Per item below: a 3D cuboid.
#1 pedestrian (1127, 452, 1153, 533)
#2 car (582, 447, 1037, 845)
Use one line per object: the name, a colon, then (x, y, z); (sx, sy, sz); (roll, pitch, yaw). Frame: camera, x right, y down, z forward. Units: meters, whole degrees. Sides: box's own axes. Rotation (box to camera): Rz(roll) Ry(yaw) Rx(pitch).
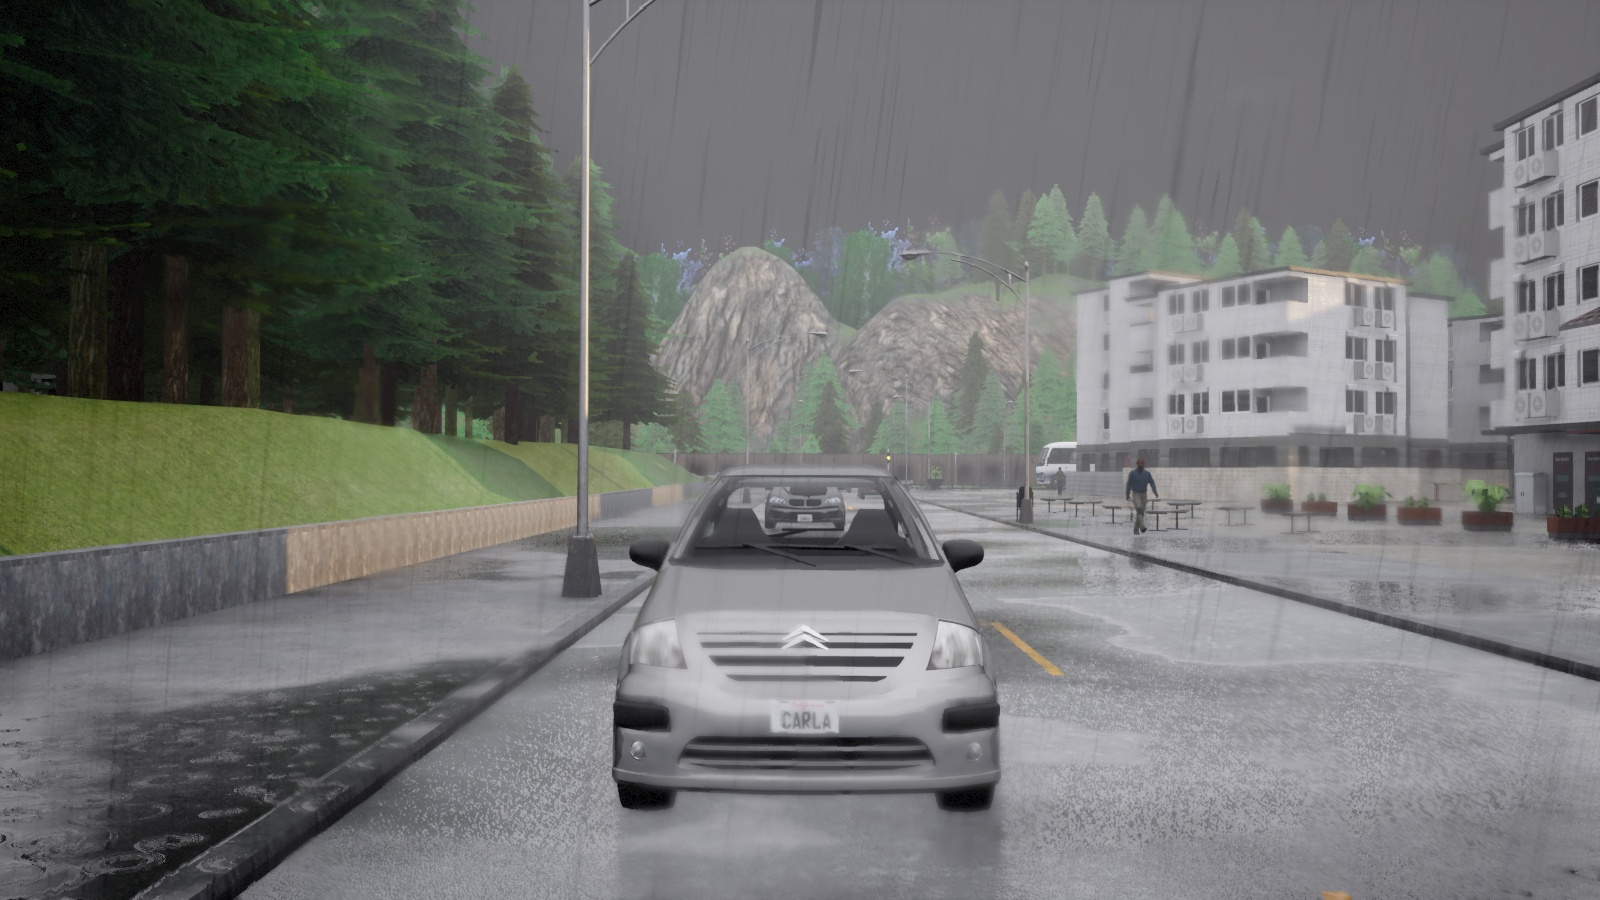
pedestrian: (7.859, 0.979, 29.025); (0.370, 1.835, 0.726); (0, -1, -1)
car: (0.044, 0.832, 7.120); (1.851, 1.617, 3.988); (0, -1, 0)
